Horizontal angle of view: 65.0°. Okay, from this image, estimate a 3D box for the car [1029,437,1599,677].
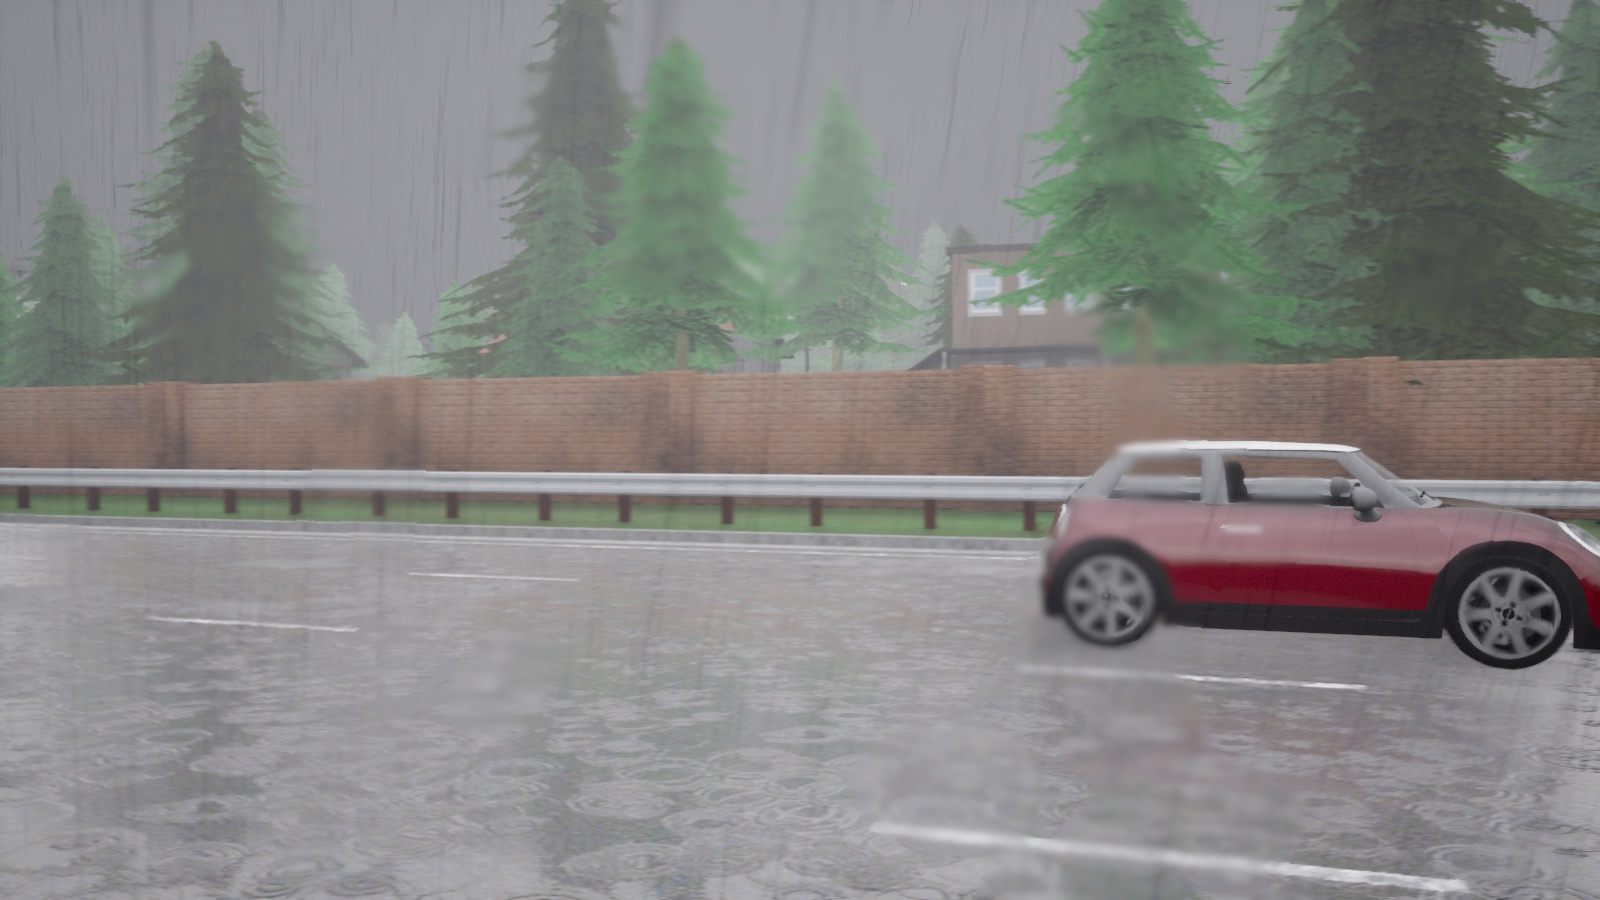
[{"bbox_3d":[3.764,0.657,9.311,3.806,1.475,1.970,1,1,19],"label":"car"}]
